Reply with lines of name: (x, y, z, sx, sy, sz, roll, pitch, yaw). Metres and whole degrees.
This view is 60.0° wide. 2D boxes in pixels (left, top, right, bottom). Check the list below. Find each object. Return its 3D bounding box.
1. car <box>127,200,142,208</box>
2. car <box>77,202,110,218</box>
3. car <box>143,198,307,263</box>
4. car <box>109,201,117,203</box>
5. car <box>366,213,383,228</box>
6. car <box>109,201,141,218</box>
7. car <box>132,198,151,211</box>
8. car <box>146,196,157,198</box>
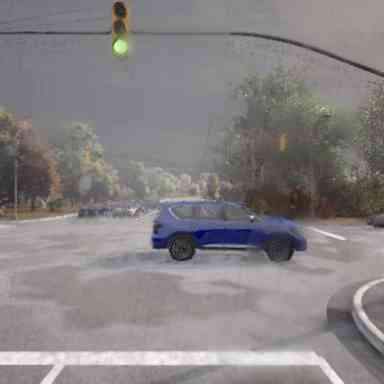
car: (-10.483, 2.228, 61.203, 1.994, 1.385, 4.181, 0, -1, 0)
car: (-10.582, 1.987, 35.502, 1.895, 1.301, 4.718, 0, -1, 0)
car: (1.248, 1.361, 12.257, 5.566, 2.045, 2.150, 0, -1, 3)
car: (-10.571, 1.990, 44.812, 1.837, 1.490, 4.892, 0, 0, 0)
car: (14.254, 1.743, 22.127, 4.892, 1.490, 1.837, 0, -1, 3)
car: (-7.082, 1.986, 35.496, 1.895, 1.301, 4.718, 0, -1, 0)
car: (-7.070, 1.978, 44.979, 2.128, 1.511, 4.902, 0, 0, 0)
car: (-7.009, 1.833, 57.328, 2.150, 2.045, 5.566, 0, 1, 1)
